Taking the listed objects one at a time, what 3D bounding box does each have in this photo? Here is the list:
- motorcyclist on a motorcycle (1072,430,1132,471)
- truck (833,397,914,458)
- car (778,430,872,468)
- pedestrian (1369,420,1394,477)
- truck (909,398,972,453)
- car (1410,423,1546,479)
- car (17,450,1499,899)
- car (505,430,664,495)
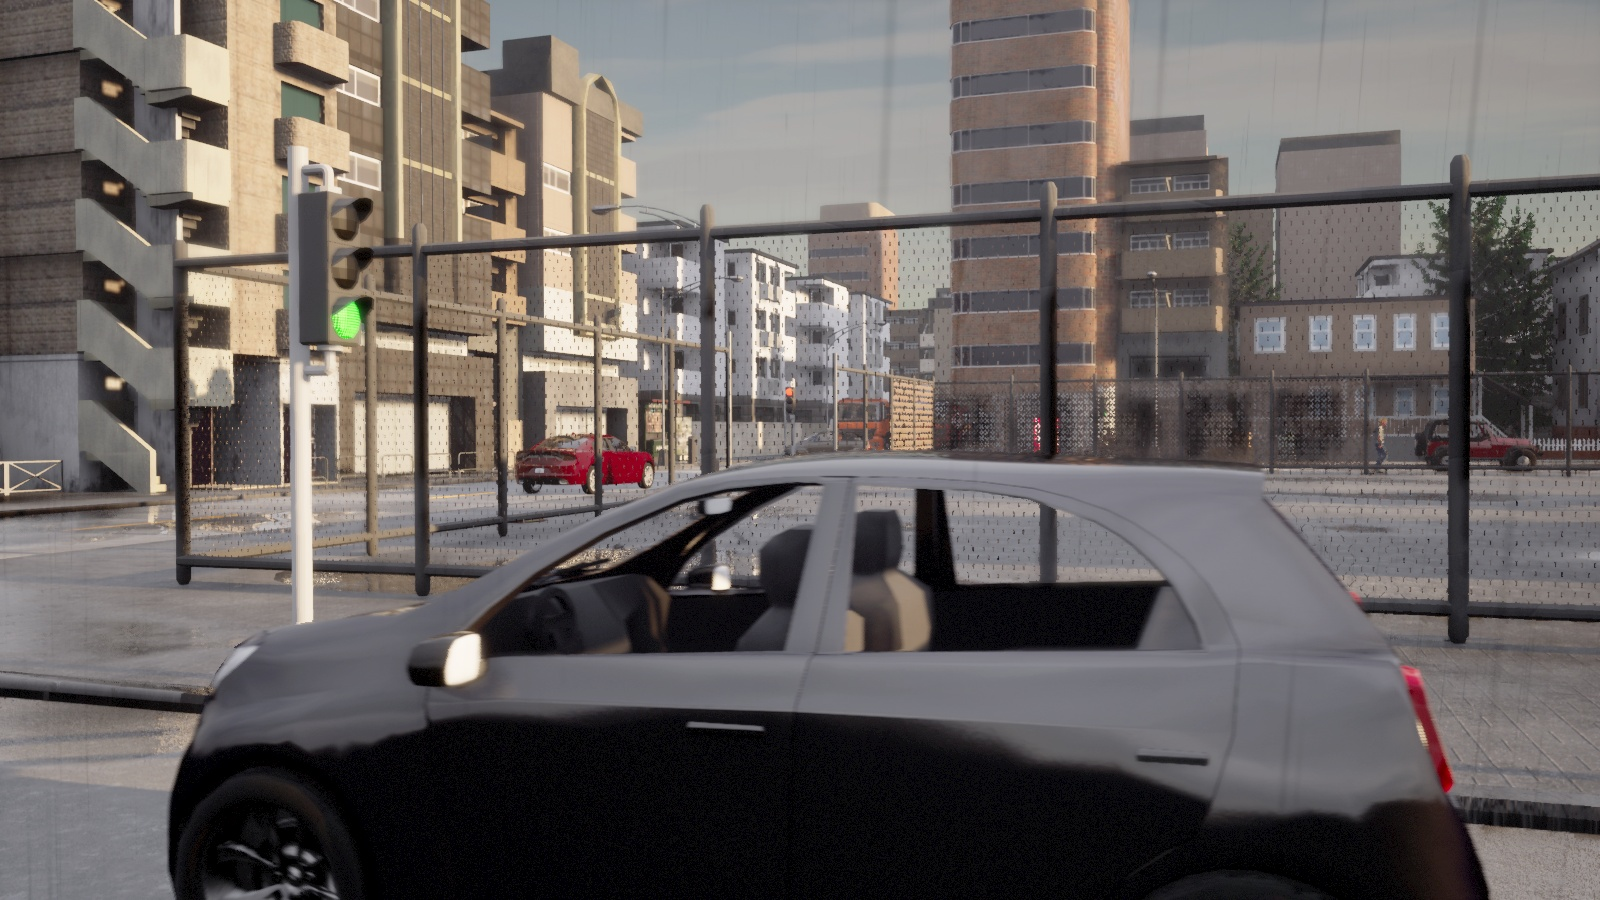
[{"bbox_3d":[12.407,-0.002,51.577,2.350,1.649,0.766,0,1,19],"label":"motorcyclist on a motorcycle"},{"bbox_3d":[4.478,-1.336,74.755,2.891,3.462,7.936,1,1,18],"label":"truck"},{"bbox_3d":[1.031,-0.044,53.279,3.705,1.549,1.789,0,0,-10],"label":"car"},{"bbox_3d":[18.853,-0.045,40.713,0.706,1.836,0.354,1,1,31],"label":"pedestrian"},{"bbox_3d":[10.384,-1.776,92.243,2.891,3.827,8.468,1,1,18],"label":"truck"},{"bbox_3d":[23.479,0.012,43.646,3.866,1.878,1.905,1,1,19],"label":"car"},{"bbox_3d":[-0.147,0.780,3.773,3.633,1.501,1.845,1,1,19],"label":"car"},{"bbox_3d":[-5.473,0.262,32.603,1.882,1.535,5.008,1,1,19],"label":"car"}]
